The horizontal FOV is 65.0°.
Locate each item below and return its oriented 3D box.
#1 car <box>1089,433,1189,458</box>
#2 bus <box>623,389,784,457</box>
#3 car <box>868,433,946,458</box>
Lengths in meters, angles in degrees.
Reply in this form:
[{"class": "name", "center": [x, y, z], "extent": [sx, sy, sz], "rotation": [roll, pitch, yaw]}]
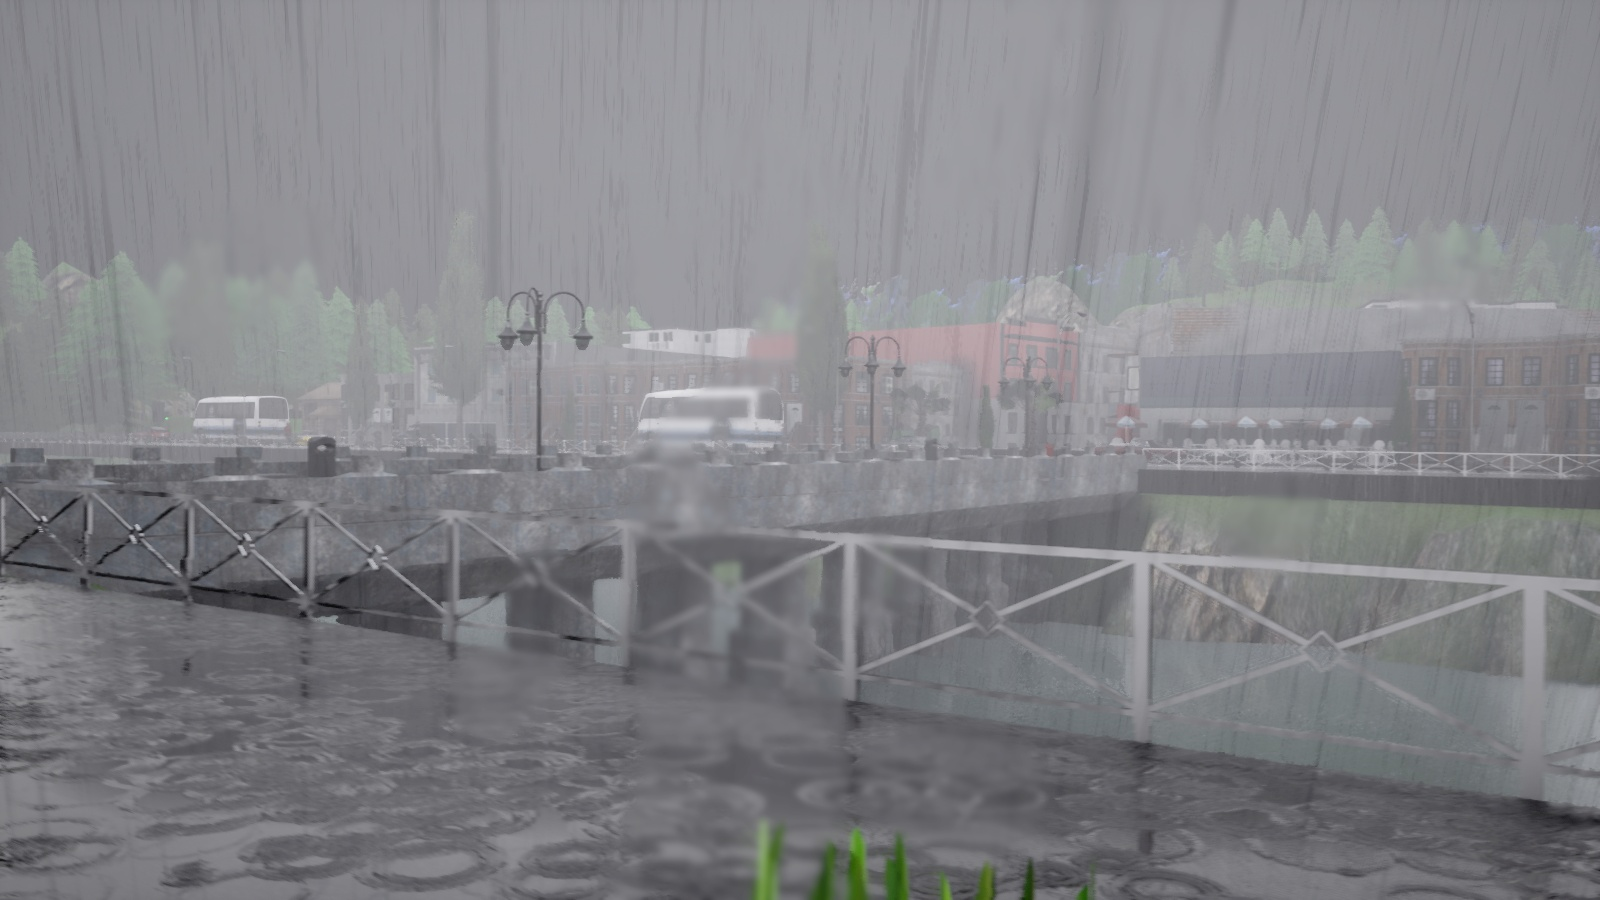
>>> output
[{"class": "car", "center": [17.889, -0.236, 66.385], "extent": [4.718, 1.301, 1.895], "rotation": [0, 1, 34]}, {"class": "bus", "center": [-6.425, -1.713, 82.502], "extent": [10.273, 4.253, 3.944], "rotation": [0, 1, 34]}, {"class": "car", "center": [6.304, -0.273, 74.078], "extent": [4.181, 1.385, 1.994], "rotation": [0, 1, 34]}]
